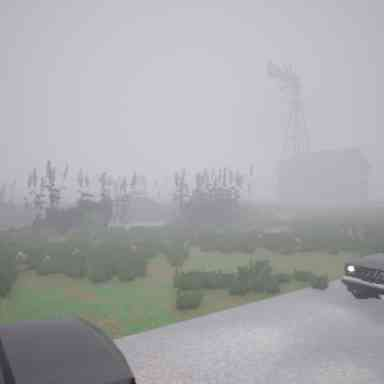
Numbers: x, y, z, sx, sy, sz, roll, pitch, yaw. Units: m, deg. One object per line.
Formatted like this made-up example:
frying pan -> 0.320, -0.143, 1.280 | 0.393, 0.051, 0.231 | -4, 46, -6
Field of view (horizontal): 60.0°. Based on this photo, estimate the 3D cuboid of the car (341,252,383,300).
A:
car -> 5.335, 1.619, 7.269 | 4.718, 1.301, 1.895 | 0, 0, -35

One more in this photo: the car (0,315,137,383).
car -> -2.814, 1.541, 1.502 | 5.357, 1.411, 2.033 | 0, 0, -35
